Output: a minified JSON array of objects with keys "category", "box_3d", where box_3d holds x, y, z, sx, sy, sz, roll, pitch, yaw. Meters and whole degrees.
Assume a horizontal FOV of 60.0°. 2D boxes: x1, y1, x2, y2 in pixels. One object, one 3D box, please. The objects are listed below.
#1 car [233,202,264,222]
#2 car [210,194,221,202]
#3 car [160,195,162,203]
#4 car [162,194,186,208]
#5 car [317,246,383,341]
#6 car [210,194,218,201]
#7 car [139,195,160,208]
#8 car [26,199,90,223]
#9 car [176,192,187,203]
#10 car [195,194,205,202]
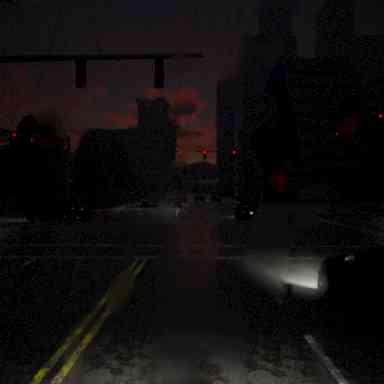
[{"category":"car","box_3d":[4.261,1.500,25.606,2.033,1.411,5.357,0,0,3]},{"category":"car","box_3d":[5.179,1.334,71.494,1.882,1.535,5.008,0,0,1]},{"category":"car","box_3d":[-5.539,1.371,61.564,1.837,1.490,4.892,0,1,2]},{"category":"car","box_3d":[-2.402,1.396,44.971,2.128,1.511,4.902,0,0,1]},{"category":"car","box_3d":[3.652,1.555,5.484,1.994,1.385,4.181,0,0,0]},{"category":"car","box_3d":[5.355,1.340,80.871,1.837,1.490,4.892,0,0,1]},{"category":"car","box_3d":[-5.895,1.380,45.342,1.882,1.535,5.008,0,0,1]},{"category":"car","box_3d":[-9.954,1.291,24.657,4.553,1.767,2.097,0,0,19]},{"category":"car","box_3d":[-2.047,1.093,61.210,2.150,2.045,5.566,0,0,2]},{"category":"car","box_3d":[1.686,1.208,71.874,2.097,1.767,4.553,0,0,1]}]
